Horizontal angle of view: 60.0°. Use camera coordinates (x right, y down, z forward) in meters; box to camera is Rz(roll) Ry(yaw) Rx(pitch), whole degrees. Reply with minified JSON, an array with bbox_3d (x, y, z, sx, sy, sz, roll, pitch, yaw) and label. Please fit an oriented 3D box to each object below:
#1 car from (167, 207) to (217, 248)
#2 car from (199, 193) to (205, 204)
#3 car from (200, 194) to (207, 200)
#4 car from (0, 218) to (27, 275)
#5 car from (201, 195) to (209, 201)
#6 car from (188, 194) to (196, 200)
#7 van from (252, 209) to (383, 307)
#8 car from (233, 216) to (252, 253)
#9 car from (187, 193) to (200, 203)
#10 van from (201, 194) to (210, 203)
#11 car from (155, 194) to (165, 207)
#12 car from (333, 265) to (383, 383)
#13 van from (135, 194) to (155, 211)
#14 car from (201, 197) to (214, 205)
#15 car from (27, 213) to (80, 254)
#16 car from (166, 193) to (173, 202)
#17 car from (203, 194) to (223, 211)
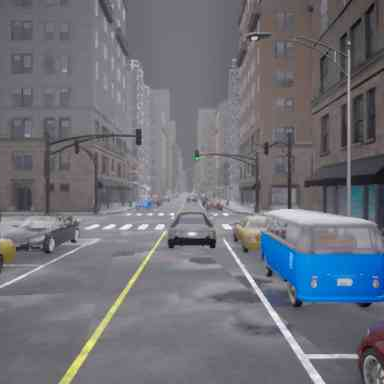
[{"bbox_3d":[0.000,1.567,14.649,1.994,1.385,4.181,0,0,0],"label":"car"},{"bbox_3d":[2.669,1.285,51.692,2.192,1.841,5.009,0,0,0],"label":"car"},{"bbox_3d":[3.149,1.416,90.345,1.812,1.442,4.674,0,0,0],"label":"car"},{"bbox_3d":[-5.857,1.522,7.472,1.752,1.417,4.829,0,0,0],"label":"car"},{"bbox_3d":[3.146,1.411,83.346,1.837,1.490,4.892,0,0,0],"label":"car"},{"bbox_3d":[0.001,1.269,81.521,1.812,1.442,4.674,0,0,0],"label":"car"},{"bbox_3d":[2.668,1.338,7.658,1.690,1.788,3.998,0,0,0],"label":"van"},{"bbox_3d":[2.668,1.519,13.497,1.752,1.417,4.829,0,0,0],"label":"car"},{"bbox_3d":[0.000,1.315,65.658,2.097,1.767,4.553,0,0,0],"label":"car"},{"bbox_3d":[2.670,1.283,68.448,1.690,1.788,3.998,0,0,0],"label":"van"},{"bbox_3d":[-5.857,1.284,51.677,2.192,1.841,5.009,0,0,0],"label":"car"},{"bbox_3d":[2.668,1.580,1.987,1.802,1.307,4.206,0,0,0],"label":"car"},{"bbox_3d":[-5.857,1.320,40.505,1.690,1.788,3.998,0,0,0],"label":"van"},{"bbox_3d":[2.669,1.529,57.277,1.947,1.339,4.313,0,0,0],"label":"car"},{"bbox_3d":[-5.857,1.544,13.309,2.008,1.369,4.403,0,0,0],"label":"car"},{"bbox_3d":[-5.856,1.475,74.022,1.887,1.381,4.507,0,0,0],"label":"car"},{"bbox_3d":[2.669,1.420,40.522,1.967,1.590,4.097,0,0,0],"label":"car"}]
